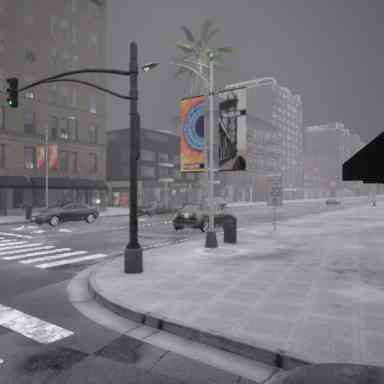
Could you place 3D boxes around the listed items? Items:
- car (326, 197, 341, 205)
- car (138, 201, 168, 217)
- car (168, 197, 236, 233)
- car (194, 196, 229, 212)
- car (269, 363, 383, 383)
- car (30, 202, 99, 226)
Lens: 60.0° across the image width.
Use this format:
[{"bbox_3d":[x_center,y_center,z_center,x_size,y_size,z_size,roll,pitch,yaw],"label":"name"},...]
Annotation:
[{"bbox_3d":[26.381,1.710,62.054,1.994,1.385,4.181,0,0,35],"label":"car"},{"bbox_3d":[-3.286,1.579,31.536,2.033,1.411,5.357,0,0,35],"label":"car"},{"bbox_3d":[0.917,1.384,20.222,2.097,1.767,4.553,0,0,35],"label":"car"},{"bbox_3d":[2.361,1.403,39.546,2.097,1.767,4.553,0,0,35],"label":"car"},{"bbox_3d":[2.218,1.551,1.268,4.403,1.369,2.008,0,0,35],"label":"car"},{"bbox_3d":[-8.905,1.520,23.555,1.837,1.490,4.892,0,0,35],"label":"car"}]
